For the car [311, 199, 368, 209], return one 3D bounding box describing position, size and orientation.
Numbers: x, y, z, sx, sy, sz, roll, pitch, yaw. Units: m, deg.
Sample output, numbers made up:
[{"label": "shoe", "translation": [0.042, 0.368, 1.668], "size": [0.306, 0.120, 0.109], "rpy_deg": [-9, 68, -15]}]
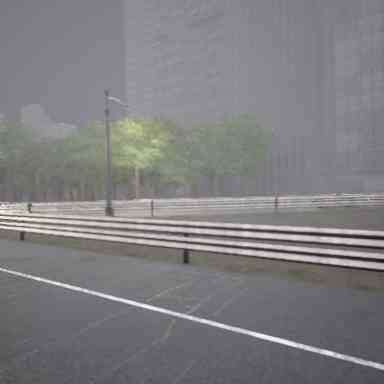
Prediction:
[{"label": "car", "translation": [14.792, 1.001, 33.408], "size": [5.357, 1.411, 2.033], "rpy_deg": [-1, -1, -6]}]
